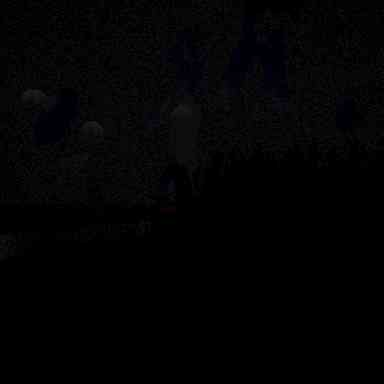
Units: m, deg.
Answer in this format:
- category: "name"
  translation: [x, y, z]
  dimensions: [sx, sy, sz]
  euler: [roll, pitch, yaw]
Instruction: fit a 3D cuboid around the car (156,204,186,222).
- category: "car"
  translation: [-0.921, 1.644, 28.220]
  dimensions: [1.882, 1.535, 5.008]
  euler: [1, 0, 36]
